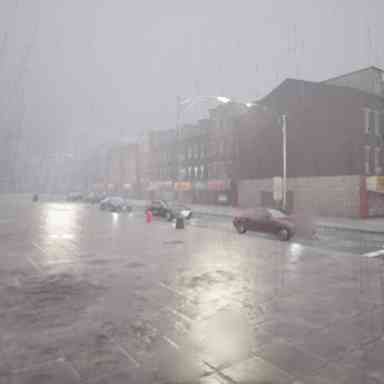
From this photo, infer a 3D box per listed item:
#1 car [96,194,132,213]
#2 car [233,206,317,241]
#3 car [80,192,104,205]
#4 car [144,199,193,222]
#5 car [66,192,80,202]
[{"bbox_3d":[-7.687,1.200,33.245,1.812,1.442,4.674,-1,1,-35],"label":"car"},{"bbox_3d":[3.972,1.475,16.766,1.812,1.442,4.674,-1,1,-34],"label":"car"},{"bbox_3d":[-13.580,0.807,46.676,2.097,1.767,4.553,-1,1,-35],"label":"car"},{"bbox_3d":[-1.826,1.305,24.947,2.128,1.511,4.902,-1,1,-35],"label":"car"},{"bbox_3d":[-19.259,0.849,54.712,1.837,1.490,4.892,-1,1,-36],"label":"car"}]
